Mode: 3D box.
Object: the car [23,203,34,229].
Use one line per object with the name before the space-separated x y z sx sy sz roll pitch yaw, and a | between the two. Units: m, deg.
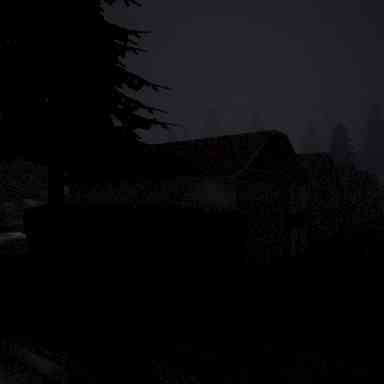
car | -9.436 1.864 23.760 2.097 1.767 4.553 -1 -1 36
